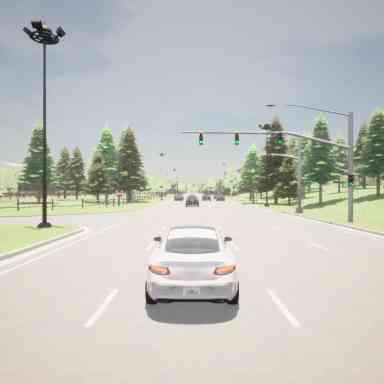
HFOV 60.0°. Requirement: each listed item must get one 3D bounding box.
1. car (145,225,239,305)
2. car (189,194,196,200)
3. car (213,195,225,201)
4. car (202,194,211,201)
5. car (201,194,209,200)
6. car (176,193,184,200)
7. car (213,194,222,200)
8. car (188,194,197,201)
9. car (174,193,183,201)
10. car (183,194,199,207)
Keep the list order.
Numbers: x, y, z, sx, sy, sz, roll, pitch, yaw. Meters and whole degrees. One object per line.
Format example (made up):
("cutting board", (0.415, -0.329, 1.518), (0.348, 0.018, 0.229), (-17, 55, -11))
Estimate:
("car", (0.016, 1.526, 7.975), (1.812, 1.442, 4.674), (0, 0, 0))
("car", (0.112, 1.332, 92.911), (1.837, 1.490, 4.892), (0, 0, 0))
("car", (7.099, 1.516, 82.483), (2.128, 1.511, 4.902), (0, 0, 0))
("car", (3.600, 1.347, 82.874), (2.097, 1.767, 4.553), (0, 0, 0))
("car", (3.612, 1.372, 92.907), (2.033, 1.411, 5.357), (0, 0, 0))
("car", (-3.388, 1.187, 92.885), (2.097, 1.767, 4.553), (0, 0, 0))
("car", (7.112, 1.384, 92.903), (1.994, 1.385, 4.181), (0, 0, 0))
("car", (0.100, 1.347, 82.878), (2.097, 1.767, 4.553), (0, 0, 0))
("car", (-3.400, 1.543, 82.879), (1.994, 1.385, 4.181), (0, 0, 0))
("car", (0.062, 1.352, 51.848), (2.097, 1.767, 4.553), (0, 0, 0))
